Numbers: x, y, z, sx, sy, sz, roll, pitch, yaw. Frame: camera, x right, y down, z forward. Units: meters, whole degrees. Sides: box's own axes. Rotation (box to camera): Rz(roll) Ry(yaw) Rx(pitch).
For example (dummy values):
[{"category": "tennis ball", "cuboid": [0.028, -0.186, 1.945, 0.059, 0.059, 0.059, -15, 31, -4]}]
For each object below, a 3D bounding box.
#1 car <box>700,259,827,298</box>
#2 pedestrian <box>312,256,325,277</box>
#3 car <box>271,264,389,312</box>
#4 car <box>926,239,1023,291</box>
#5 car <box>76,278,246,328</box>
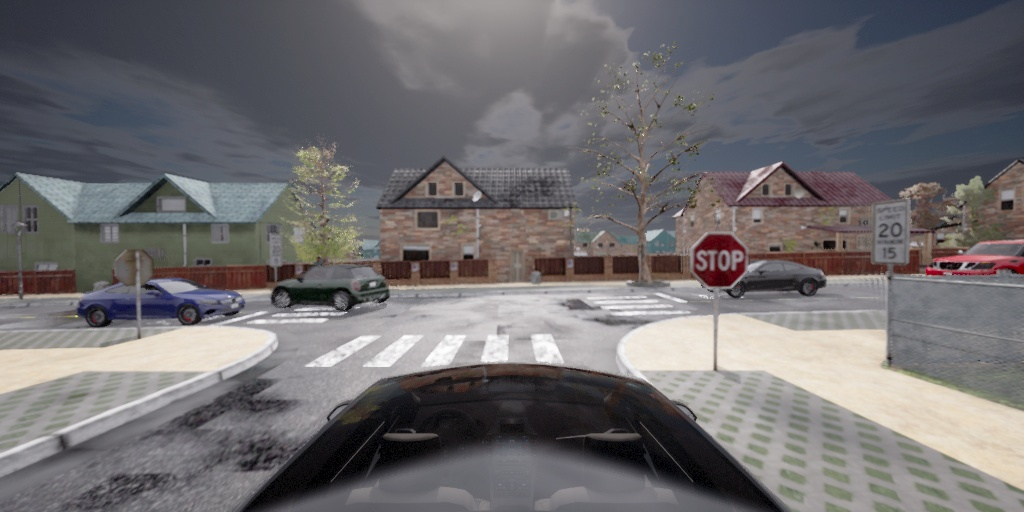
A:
[{"category": "car", "cuboid": [10.352, 0.881, 14.921, 4.674, 1.442, 1.812, -1, 1, 0]}, {"category": "pedestrian", "cuboid": [-9.639, 0.906, 17.808, 0.375, 1.860, 0.375, 0, 3, 0]}, {"category": "car", "cuboid": [-7.314, 1.136, 14.388, 4.553, 1.767, 2.097, -1, 2, 20]}, {"category": "car", "cuboid": [20.854, 0.329, 14.927, 5.566, 2.045, 2.150, -1, 1, 0]}, {"category": "car", "cuboid": [-11.568, 1.460, 11.954, 4.674, 1.442, 1.812, -1, 1, 0]}]
